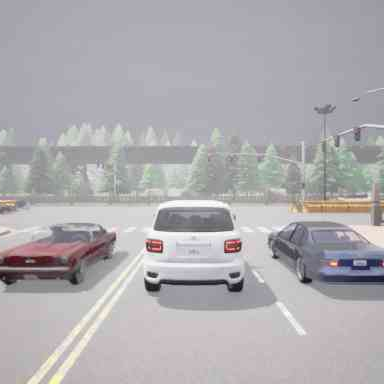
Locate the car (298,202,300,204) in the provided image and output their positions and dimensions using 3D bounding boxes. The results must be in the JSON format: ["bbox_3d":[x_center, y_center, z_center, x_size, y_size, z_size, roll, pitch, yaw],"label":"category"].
[{"bbox_3d":[17.827,1.476,47.774,5.008,1.535,1.882,0,0,0],"label":"car"}]

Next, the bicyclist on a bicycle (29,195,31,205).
[{"bbox_3d":[-27.018,1.299,55.804,0.582,1.620,1.656,0,0,0],"label":"bicyclist on a bicycle"}]

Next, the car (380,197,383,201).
[{"bbox_3d":[26.174,1.477,40.734,5.008,1.535,1.882,0,0,0],"label":"car"}]

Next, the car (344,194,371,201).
[{"bbox_3d":[21.113,1.220,44.256,5.566,2.045,2.150,0,0,0],"label":"car"}]

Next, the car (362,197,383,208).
[{"bbox_3d":[27.319,1.504,47.727,4.892,1.490,1.837,0,0,0],"label":"car"}]

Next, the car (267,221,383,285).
[{"bbox_3d":[3.576,1.547,9.550,2.033,1.411,5.357,0,0,0],"label":"car"}]

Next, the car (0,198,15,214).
[{"bbox_3d":[-21.467,1.547,33.791,5.357,1.411,2.033,0,0,0],"label":"car"}]

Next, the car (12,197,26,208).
[{"bbox_3d":[-24.888,1.476,44.510,5.008,1.535,1.882,0,0,0],"label":"car"}]

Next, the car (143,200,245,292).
[{"bbox_3d":[0.067,1.221,9.061,2.150,2.045,5.566,0,0,1],"label":"car"}]

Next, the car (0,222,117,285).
[{"bbox_3d":[-3.592,1.600,9.629,1.895,1.301,4.718,0,0,0],"label":"car"}]

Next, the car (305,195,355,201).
[{"bbox_3d":[16.671,1.490,40.779,4.902,1.511,2.128,0,0,0],"label":"car"}]
